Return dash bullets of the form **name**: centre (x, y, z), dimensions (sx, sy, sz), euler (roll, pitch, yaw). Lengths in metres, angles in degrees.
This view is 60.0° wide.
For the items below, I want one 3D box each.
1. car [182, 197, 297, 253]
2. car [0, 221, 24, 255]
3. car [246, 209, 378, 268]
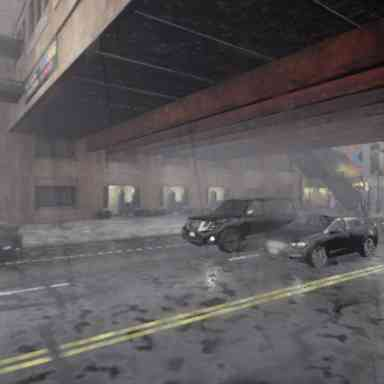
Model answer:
- **car**: centre (2.275, 1.248, 14.138), dimensions (5.566, 2.045, 2.150), euler (0, 0, -35)
- **car**: centre (-8.005, 1.480, 10.448), dimensions (4.892, 1.521, 2.231), euler (0, 0, -26)
- **car**: centre (4.462, 1.518, 11.401), dimensions (4.902, 1.511, 2.128), euler (0, 0, -35)
